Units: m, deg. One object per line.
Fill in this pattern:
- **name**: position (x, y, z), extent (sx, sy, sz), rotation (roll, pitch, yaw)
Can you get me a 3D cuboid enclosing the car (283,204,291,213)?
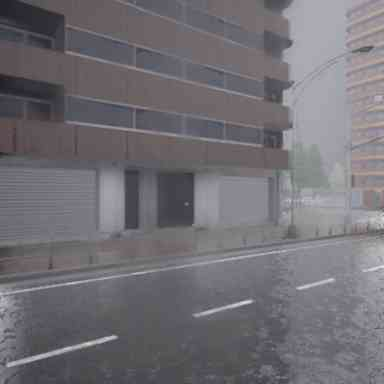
- **car**: position (9.386, 1.624, 38.466), extent (1.812, 1.442, 4.674), rotation (0, 0, -35)
